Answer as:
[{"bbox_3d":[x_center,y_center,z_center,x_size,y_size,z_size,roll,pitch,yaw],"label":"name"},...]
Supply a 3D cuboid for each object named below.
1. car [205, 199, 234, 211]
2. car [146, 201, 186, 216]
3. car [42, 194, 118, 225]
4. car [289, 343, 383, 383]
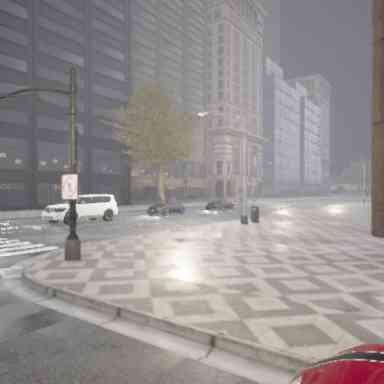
[{"bbox_3d":[3.359,1.495,40.213,1.994,1.385,4.181,0,0,36],"label":"car"},{"bbox_3d":[-2.461,1.516,32.034,1.994,1.385,4.181,0,0,35],"label":"car"},{"bbox_3d":[-7.969,1.195,24.280,2.150,2.045,5.566,0,0,35],"label":"car"},{"bbox_3d":[2.232,1.439,1.366,4.097,1.590,1.967,0,0,35],"label":"car"}]
